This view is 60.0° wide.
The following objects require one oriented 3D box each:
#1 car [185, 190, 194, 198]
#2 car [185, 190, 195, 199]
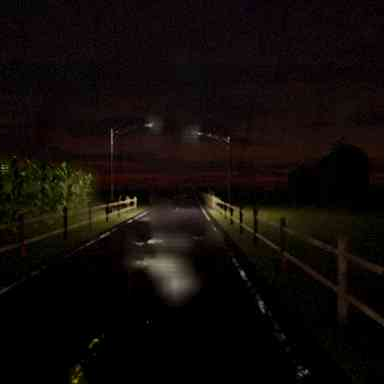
[{"bbox_3d":[-0.505,0.380,80.089,2.097,1.767,4.553,0,1,0],"label":"car"},{"bbox_3d":[-0.441,0.798,70.086,1.994,1.385,4.181,0,1,0],"label":"car"}]
